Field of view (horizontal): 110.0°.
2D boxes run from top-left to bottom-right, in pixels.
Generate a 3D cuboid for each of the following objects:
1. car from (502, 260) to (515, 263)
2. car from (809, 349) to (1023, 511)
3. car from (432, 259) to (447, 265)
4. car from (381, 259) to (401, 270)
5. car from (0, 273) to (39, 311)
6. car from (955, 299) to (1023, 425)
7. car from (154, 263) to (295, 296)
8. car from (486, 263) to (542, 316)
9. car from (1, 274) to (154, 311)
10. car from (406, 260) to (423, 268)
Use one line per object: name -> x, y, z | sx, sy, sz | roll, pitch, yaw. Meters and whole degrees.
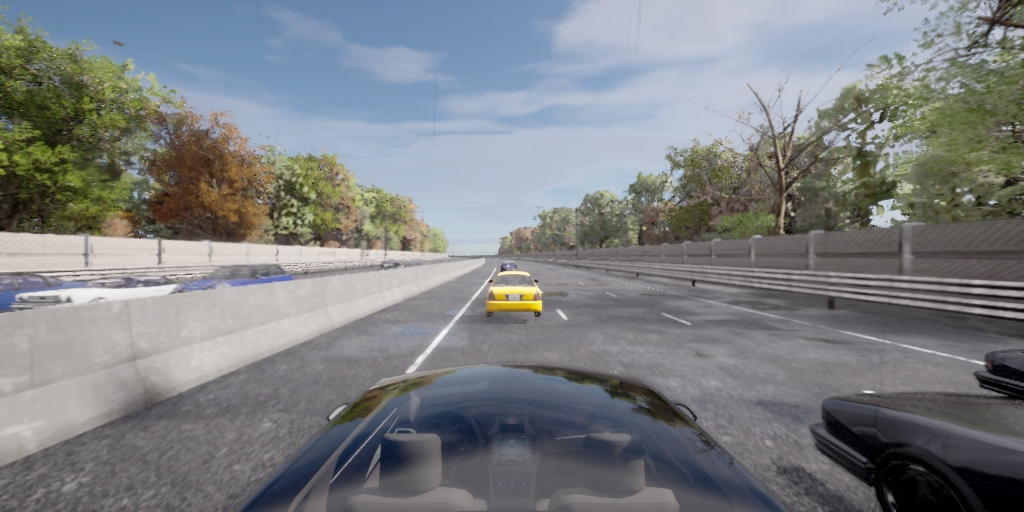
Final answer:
car -> -0.435, 1.270, 44.544 | 2.163, 1.488, 4.792 | 0, 0, -1
car -> 3.599, 1.296, 0.713 | 2.033, 1.411, 5.357 | 0, 0, 0
car -> -11.423, 1.272, 56.715 | 1.837, 1.490, 4.892 | 0, 0, -1
car -> -18.361, 1.257, 54.497 | 2.128, 1.511, 4.902 | 0, 0, -1
car -> -17.638, 1.305, 12.106 | 2.033, 1.411, 5.357 | 0, 0, 0
car -> 7.098, 1.296, 2.242 | 2.033, 1.411, 5.357 | 0, 0, 0
car -> -10.655, 1.109, 14.068 | 2.097, 1.767, 4.553 | 0, 0, 0
car -> 0.052, 1.211, 13.237 | 1.801, 1.575, 5.366 | 0, 0, 0
car -> -14.146, 1.358, 12.991 | 1.895, 1.301, 4.718 | 0, 0, 0
car -> -14.874, 1.293, 55.042 | 1.812, 1.442, 4.674 | 0, 0, -1
